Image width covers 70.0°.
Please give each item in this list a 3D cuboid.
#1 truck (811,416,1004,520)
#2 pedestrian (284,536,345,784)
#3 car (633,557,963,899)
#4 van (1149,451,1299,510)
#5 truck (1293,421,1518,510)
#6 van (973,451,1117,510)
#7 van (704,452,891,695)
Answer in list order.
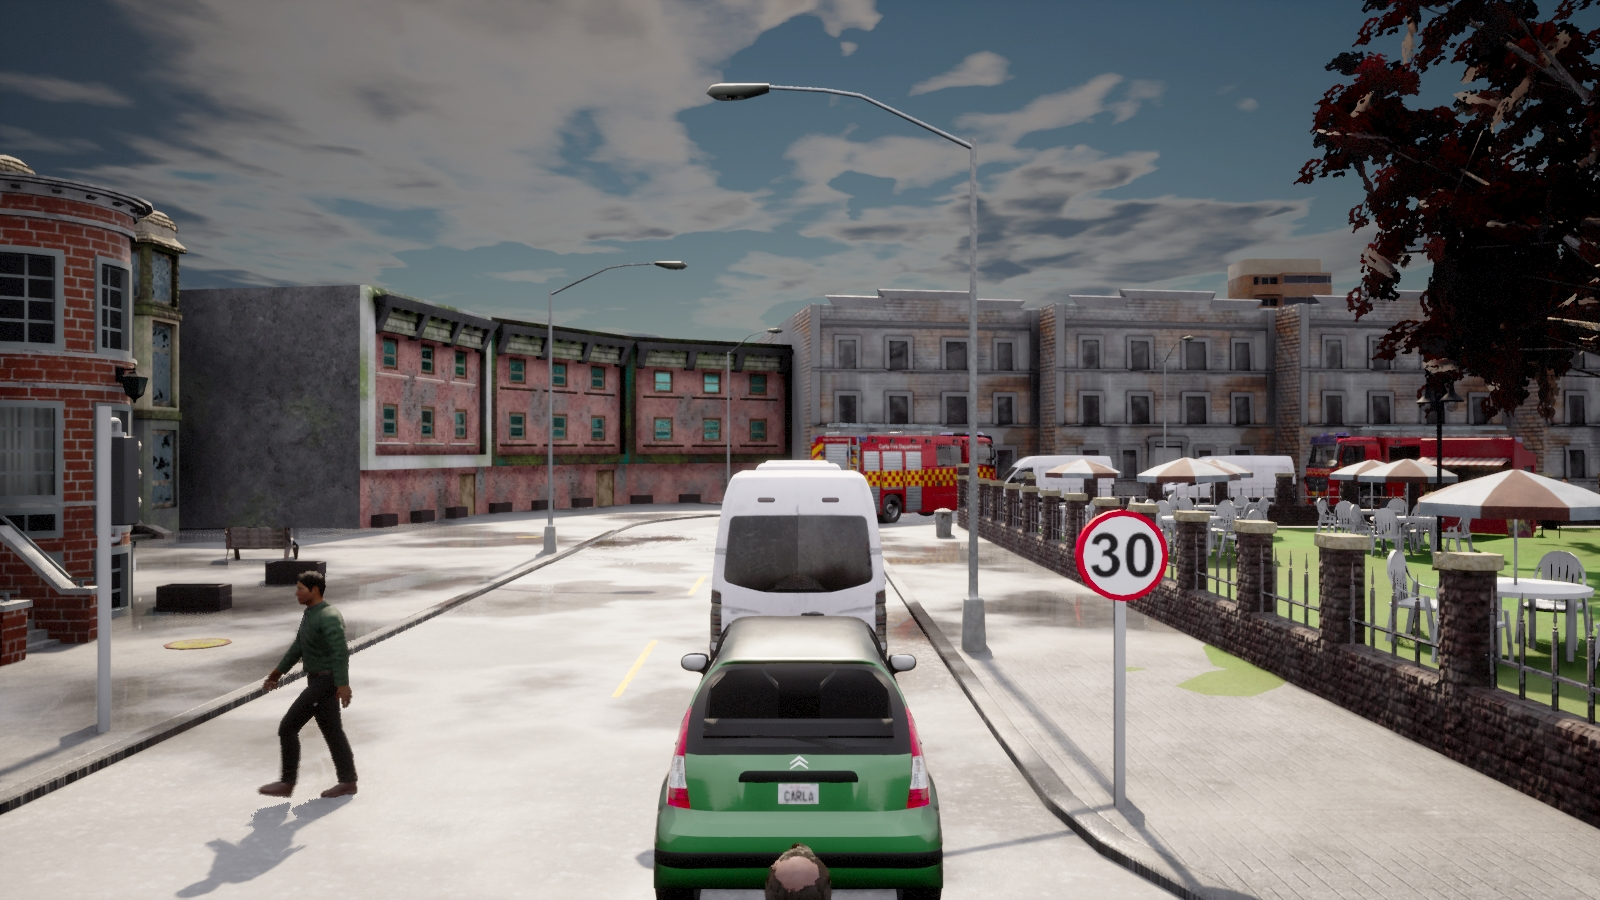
[{"bbox_3d":[4.502,0.672,46.247,8.468,3.827,2.891,0,0,-43],"label":"truck"},{"bbox_3d":[-3.836,1.629,9.024,0.375,1.860,0.375,0,0,-35],"label":"pedestrian"},{"bbox_3d":[-0.015,1.779,8.404,1.851,1.617,3.988,0,0,0],"label":"car"},{"bbox_3d":[18.656,1.314,50.452,5.915,2.561,1.988,0,0,0],"label":"van"},{"bbox_3d":[26.739,0.670,50.713,8.468,3.827,2.891,0,0,0],"label":"truck"},{"bbox_3d":[10.768,1.314,50.430,5.915,2.561,1.988,0,0,0],"label":"van"},{"bbox_3d":[-0.025,1.315,15.105,1.988,2.561,5.915,0,0,0],"label":"van"}]
